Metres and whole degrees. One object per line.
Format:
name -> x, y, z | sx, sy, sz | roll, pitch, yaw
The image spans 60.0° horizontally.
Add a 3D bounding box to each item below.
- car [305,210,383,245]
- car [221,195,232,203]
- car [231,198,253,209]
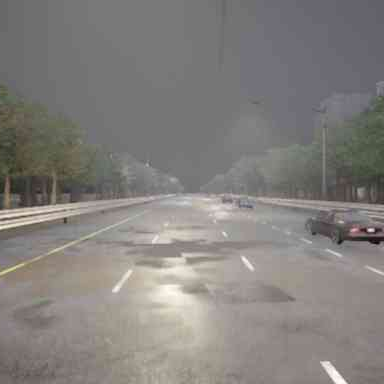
car -> 7.000, 1.549, 15.527 | 2.033, 1.411, 5.357 | 0, 0, 0
car -> 7.045, 1.391, 68.010 | 2.097, 1.767, 4.553 | 0, 0, 0
car -> 7.004, 1.559, 45.120 | 2.033, 1.411, 5.357 | 0, 0, 0
